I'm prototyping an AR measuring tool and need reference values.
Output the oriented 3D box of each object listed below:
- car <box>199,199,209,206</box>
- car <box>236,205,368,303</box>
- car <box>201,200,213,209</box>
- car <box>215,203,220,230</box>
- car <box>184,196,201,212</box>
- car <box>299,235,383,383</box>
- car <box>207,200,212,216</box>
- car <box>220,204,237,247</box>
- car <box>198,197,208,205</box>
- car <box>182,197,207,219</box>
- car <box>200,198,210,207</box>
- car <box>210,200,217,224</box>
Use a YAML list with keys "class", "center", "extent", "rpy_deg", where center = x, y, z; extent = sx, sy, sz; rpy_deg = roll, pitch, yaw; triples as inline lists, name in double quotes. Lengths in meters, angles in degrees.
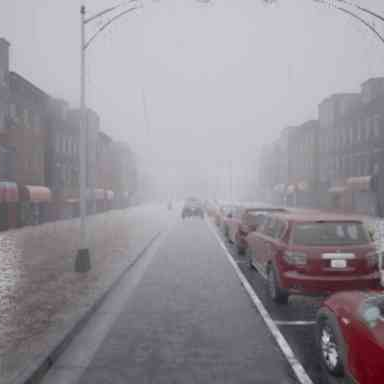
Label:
- class: "car"
  center: [2.584, 2.279, 73.164]
  extent: [1.947, 1.339, 4.313]
  rpy_deg: [-1, -1, 0]
- class: "car"
  center: [2.624, 1.384, 8.341]
  extent: [2.192, 1.841, 5.009]
  rpy_deg: [-1, 0, 0]
- class: "car"
  center: [2.595, 2.117, 56.958]
  extent: [1.802, 1.307, 4.206]
  rpy_deg: [-1, -1, 0]
- class: "car"
  center: [2.618, 1.603, 19.144]
  extent: [1.967, 1.590, 4.097]
  rpy_deg: [-1, -1, 0]
- class: "car"
  center: [0.073, 1.640, 45.947]
  extent: [2.150, 2.045, 5.566]
  rpy_deg: [0, -1, 0]
- class: "car"
  center: [2.628, 1.465, 2.938]
  extent: [1.967, 1.590, 4.097]
  rpy_deg: [-1, 0, 0]
- class: "car"
  center: [2.608, 1.841, 35.520]
  extent: [1.752, 1.417, 4.829]
  rpy_deg: [-1, -1, 0]
- class: "car"
  center: [2.620, 1.430, 13.743]
  extent: [2.192, 1.841, 5.009]
  rpy_deg: [-1, -1, 0]
- class: "car"
  center: [2.577, 2.090, 78.569]
  extent: [2.192, 1.841, 5.009]
  rpy_deg: [-1, -1, 0]
- class: "car"
  center: [0.083, 1.642, 32.686]
  extent: [2.097, 1.767, 4.553]
  rpy_deg: [0, 0, 0]
- class: "car"
  center: [2.586, 2.092, 67.764]
  extent: [1.967, 1.590, 4.097]
  rpy_deg: [-1, -1, 0]
- class: "car"
  center: [2.614, 1.652, 24.546]
  extent: [1.967, 1.590, 4.097]
  rpy_deg: [-1, -1, 0]
